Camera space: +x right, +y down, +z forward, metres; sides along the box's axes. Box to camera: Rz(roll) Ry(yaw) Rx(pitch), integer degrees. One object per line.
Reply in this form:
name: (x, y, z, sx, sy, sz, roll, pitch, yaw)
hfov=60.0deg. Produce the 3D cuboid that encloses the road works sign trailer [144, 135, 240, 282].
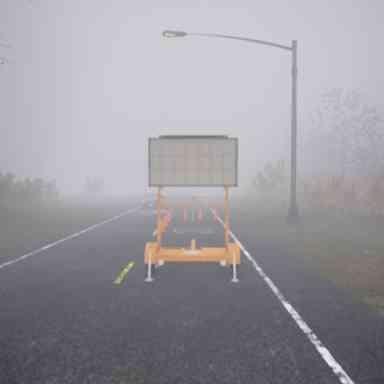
road works sign trailer: (0.032, 0.262, 9.106, 2.380, 3.560, 2.880, 0, 1, 1)

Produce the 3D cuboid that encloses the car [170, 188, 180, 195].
car: (-3.656, -0.113, 71.637, 1.882, 1.535, 5.008, 0, 1, 0)

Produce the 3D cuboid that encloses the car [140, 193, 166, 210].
car: (-3.580, 0.838, 31.355, 1.812, 1.442, 4.674, 0, 1, 0)
